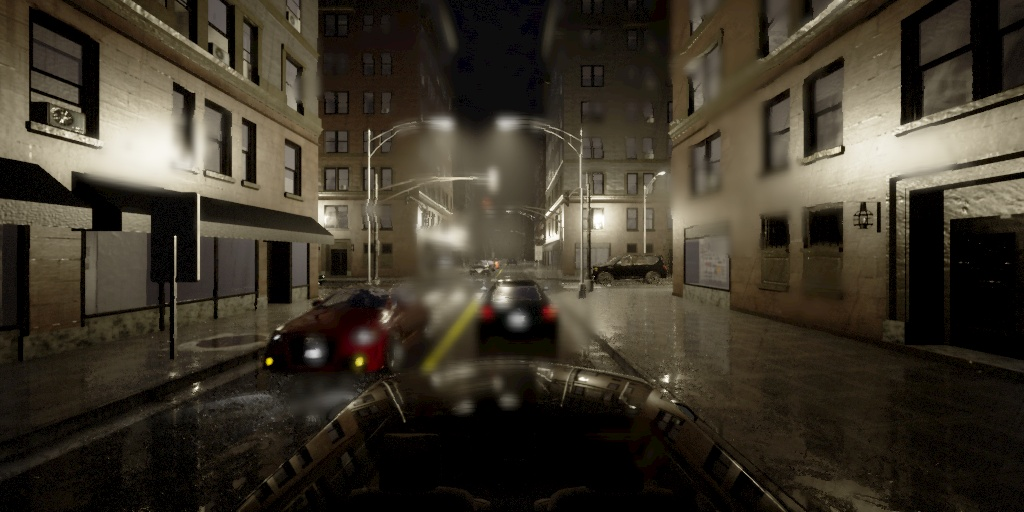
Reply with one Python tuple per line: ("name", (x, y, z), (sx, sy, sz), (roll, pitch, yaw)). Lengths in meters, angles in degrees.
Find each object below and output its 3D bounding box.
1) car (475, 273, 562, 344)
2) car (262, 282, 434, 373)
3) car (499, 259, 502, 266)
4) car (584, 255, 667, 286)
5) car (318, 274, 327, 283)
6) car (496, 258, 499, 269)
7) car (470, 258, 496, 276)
("car", (0.117, 1.314, 9.592), (1.994, 1.385, 4.181), (0, 0, -1))
("car", (-3.001, 1.314, 7.494), (1.994, 1.385, 4.181), (0, 0, 1))
("car", (-3.067, 1.092, 55.945), (2.097, 1.767, 4.553), (0, 0, -1))
("car", (7.918, 0.946, 25.061), (5.566, 2.045, 2.150), (0, 0, -3))
("car", (-14.079, 1.387, 21.971), (4.718, 1.301, 1.895), (0, 0, 0))
("car", (-3.083, 1.293, 46.163), (2.033, 1.411, 5.357), (0, 0, 0))
("car", (-3.083, 1.239, 36.420), (2.128, 1.511, 4.902), (0, 0, 0))
